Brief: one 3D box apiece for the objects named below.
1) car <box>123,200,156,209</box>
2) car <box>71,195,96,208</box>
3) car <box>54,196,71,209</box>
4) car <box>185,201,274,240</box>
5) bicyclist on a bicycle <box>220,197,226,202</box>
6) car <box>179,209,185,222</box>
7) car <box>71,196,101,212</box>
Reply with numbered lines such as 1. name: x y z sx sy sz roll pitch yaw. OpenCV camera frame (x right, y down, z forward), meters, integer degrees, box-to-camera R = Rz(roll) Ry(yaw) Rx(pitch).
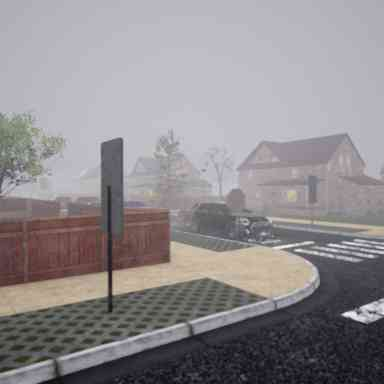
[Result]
1. car: -4.501 1.372 25.740 1.882 1.535 5.008 0 0 -35
2. car: -14.786 1.271 45.097 1.882 1.535 5.008 0 1 -35
3. car: -16.227 1.317 42.203 1.837 1.490 4.892 0 0 -35
4. car: 1.908 1.298 16.776 2.097 1.767 4.553 0 1 -36
5. bicyclist on a bicycle: 2.467 1.185 26.064 1.656 1.620 0.582 -1 1 -36
6. car: 0.896 1.430 23.305 1.812 1.442 4.674 0 0 -36
7. car: -10.308 1.204 33.863 2.097 1.767 4.553 0 0 -36
